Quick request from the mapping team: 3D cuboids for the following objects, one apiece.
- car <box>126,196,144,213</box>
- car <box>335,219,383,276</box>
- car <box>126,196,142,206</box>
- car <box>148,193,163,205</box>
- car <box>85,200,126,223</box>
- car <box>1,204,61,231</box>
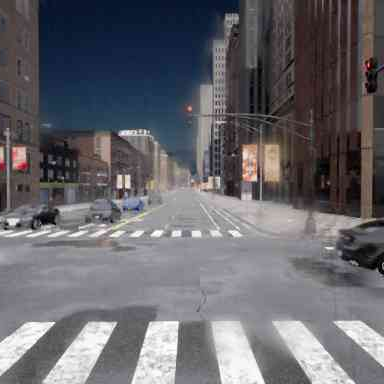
[{"bbox_3d":[-6.599,1.482,37.613,1.882,1.535,5.008,0,1,0],"label":"car"},{"bbox_3d":[6.598,1.486,9.193,4.892,1.490,1.837,0,2,6],"label":"car"},{"bbox_3d":[-9.784,1.478,56.512,1.882,1.535,5.008,0,0,1],"label":"car"},{"bbox_3d":[-6.506,1.217,59.589,2.150,2.045,5.566,0,0,0],"label":"car"},{"bbox_3d":[-6.606,1.567,25.112,1.994,1.385,4.181,0,0,-1],"label":"car"},{"bbox_3d":[-9.851,1.493,20.711,2.128,1.511,4.902,0,0,0],"label":"car"}]
